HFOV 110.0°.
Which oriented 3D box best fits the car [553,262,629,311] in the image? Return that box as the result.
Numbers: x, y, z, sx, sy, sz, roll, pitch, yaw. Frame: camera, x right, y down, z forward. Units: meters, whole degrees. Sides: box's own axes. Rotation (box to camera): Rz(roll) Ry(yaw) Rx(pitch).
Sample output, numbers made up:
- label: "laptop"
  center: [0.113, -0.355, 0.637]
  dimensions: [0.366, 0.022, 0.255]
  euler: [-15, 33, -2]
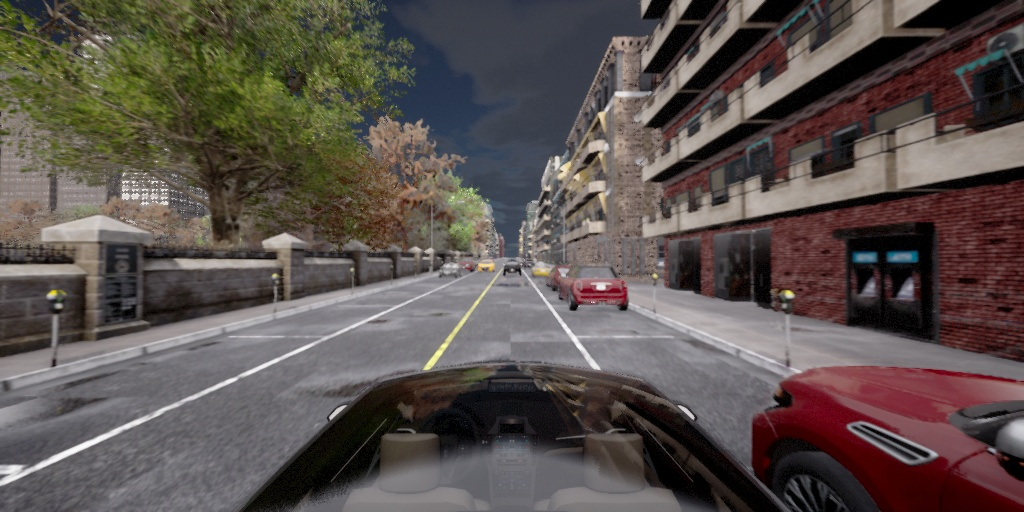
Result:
- label: "car"
  center: [3.112, 1.105, 14.651]
  dimensions: [2.097, 1.767, 4.553]
  euler: [0, 0, 0]

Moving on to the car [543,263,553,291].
- label: "car"
  center: [3.147, 1.279, 21.682]
  dimensions: [1.812, 1.442, 4.674]
  euler: [0, 0, 0]

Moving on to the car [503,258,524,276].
- label: "car"
  center: [0.062, 1.234, 37.988]
  dimensions: [1.882, 1.535, 5.008]
  euler: [0, 0, 1]

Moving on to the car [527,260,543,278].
- label: "car"
  center: [2.690, 1.281, 33.744]
  dimensions: [1.751, 1.417, 4.829]
  euler: [0, 0, 0]

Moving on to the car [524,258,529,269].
- label: "car"
  center: [2.688, 1.325, 55.667]
  dimensions: [1.948, 1.339, 4.313]
  euler: [0, 0, 0]

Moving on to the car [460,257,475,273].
- label: "car"
  center: [-5.692, 1.072, 44.621]
  dimensions: [2.192, 1.841, 5.009]
  euler: [0, 0, 0]

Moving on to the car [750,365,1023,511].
- label: "car"
  center: [2.691, 1.064, 0.433]
  dimensions: [2.192, 1.841, 5.009]
  euler: [0, 0, 0]

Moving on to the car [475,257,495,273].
- label: "car"
  center: [-3.082, 1.235, 43.845]
  dimensions: [1.882, 1.535, 5.008]
  euler: [0, 0, 0]

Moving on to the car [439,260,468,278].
- label: "car"
  center: [-5.691, 1.306, 33.574]
  dimensions: [2.007, 1.370, 4.403]
  euler: [0, 0, 0]
